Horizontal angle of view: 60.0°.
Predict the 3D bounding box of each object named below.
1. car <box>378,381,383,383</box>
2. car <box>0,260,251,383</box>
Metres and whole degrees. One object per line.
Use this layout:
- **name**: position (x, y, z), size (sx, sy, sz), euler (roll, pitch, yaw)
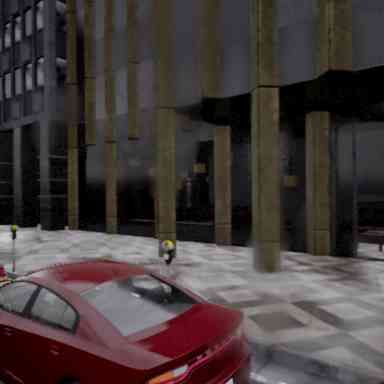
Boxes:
- **car**: position (2.855, 1.514, 0.920), size (4.507, 1.381, 1.887), euler (-1, 0, 37)
- **car**: position (-1.489, 1.564, 4.191), size (4.507, 1.381, 1.887), euler (-1, 0, 37)
